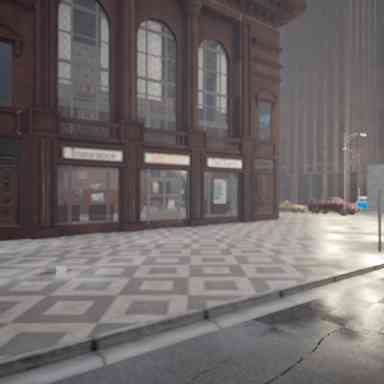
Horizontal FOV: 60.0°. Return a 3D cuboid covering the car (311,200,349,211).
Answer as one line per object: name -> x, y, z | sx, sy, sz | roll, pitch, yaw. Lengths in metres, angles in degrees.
car -> 17.939, 1.755, 43.323 | 1.802, 1.307, 4.206 | -1, 0, -35

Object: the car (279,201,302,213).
car -> 11.079, 1.687, 38.256 | 1.752, 1.417, 4.829 | -1, 0, -35

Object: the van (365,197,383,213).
van -> 21.181, 1.447, 38.731 | 1.690, 1.788, 3.998 | -1, 0, -35

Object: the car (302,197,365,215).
car -> 14.224, 1.410, 33.803 | 2.192, 1.841, 5.009 | -1, 0, -35
